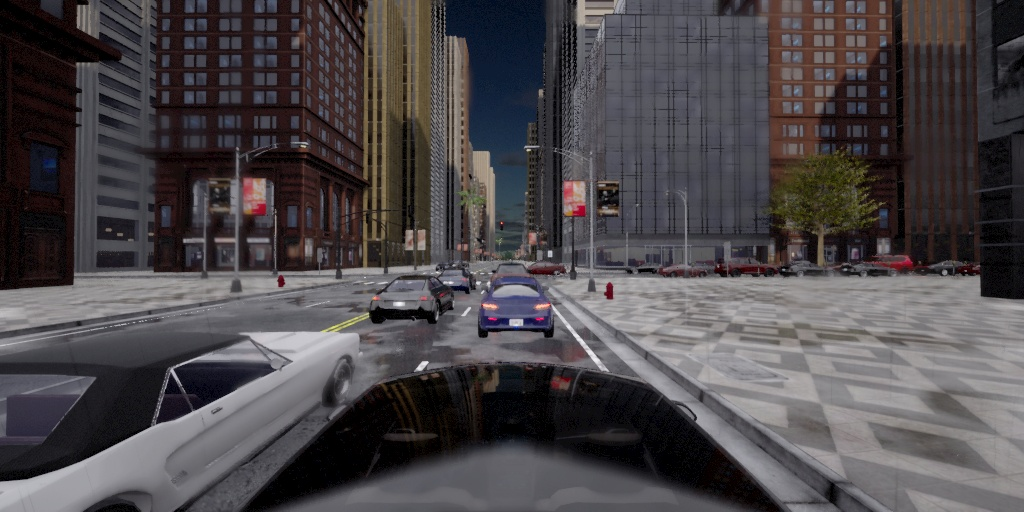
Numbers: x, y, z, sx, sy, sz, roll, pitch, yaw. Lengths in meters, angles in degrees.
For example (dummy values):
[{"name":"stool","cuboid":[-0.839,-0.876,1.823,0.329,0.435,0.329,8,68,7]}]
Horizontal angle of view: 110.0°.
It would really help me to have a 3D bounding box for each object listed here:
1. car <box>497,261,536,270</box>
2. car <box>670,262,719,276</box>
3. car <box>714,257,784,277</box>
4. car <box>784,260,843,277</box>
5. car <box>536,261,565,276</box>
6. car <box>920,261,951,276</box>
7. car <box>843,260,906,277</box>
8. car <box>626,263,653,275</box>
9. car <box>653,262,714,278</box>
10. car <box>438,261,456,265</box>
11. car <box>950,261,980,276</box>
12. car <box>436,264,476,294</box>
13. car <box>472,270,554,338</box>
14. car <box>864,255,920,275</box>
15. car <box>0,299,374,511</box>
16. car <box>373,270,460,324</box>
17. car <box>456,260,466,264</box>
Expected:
[{"name":"car","cuboid":[-0.021,1.135,19.080,2.097,1.767,4.553,0,0,0]},{"name":"car","cuboid":[19.240,1.361,37.972,4.181,1.385,1.994,0,-1,-1]},{"name":"car","cuboid":[20.918,1.039,32.224,5.009,1.841,2.192,0,0,-1]},{"name":"car","cuboid":[26.555,1.273,32.318,4.313,1.339,1.948,0,0,-1]},{"name":"car","cuboid":[2.950,1.324,36.873,5.008,1.535,1.882,0,-1,-12]},{"name":"car","cuboid":[42.758,1.203,35.215,4.892,1.490,1.837,0,-1,-1]},{"name":"car","cuboid":[32.192,1.257,32.412,4.313,1.339,1.948,0,0,-1]},{"name":"car","cuboid":[15.138,1.410,40.652,4.313,1.339,1.948,0,0,-1]},{"name":"car","cuboid":[15.279,1.325,32.129,4.207,1.307,1.802,0,0,-1]},{"name":"car","cuboid":[-9.904,1.543,52.818,1.994,1.385,4.181,0,0,0]},{"name":"car","cuboid":[43.467,1.211,32.602,4.507,1.381,1.888,0,0,-1]},{"name":"car","cuboid":[-3.174,1.352,20.473,1.994,1.385,4.181,0,0,0]},{"name":"car","cuboid":[0.094,1.284,10.095,1.812,1.442,4.674,0,0,0]},{"name":"car","cuboid":[39.337,0.965,38.283,5.566,2.045,2.150,0,-1,-1]},{"name":"car","cuboid":[-3.155,1.351,3.262,1.895,1.301,4.718,0,0,0]},{"name":"car","cuboid":[-3.164,1.326,12.085,1.994,1.385,4.181,0,0,0]},{"name":"car","cuboid":[-9.893,1.543,63.103,2.128,1.511,4.902,0,0,0]}]
